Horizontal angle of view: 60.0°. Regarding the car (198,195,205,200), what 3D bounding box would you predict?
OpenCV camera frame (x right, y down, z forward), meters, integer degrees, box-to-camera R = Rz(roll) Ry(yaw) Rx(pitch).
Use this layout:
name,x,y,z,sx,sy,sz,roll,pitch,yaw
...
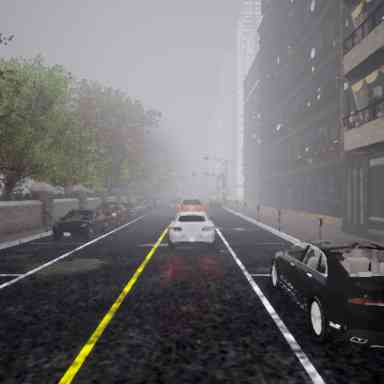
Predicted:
name,x,y,z,sx,sy,sz,roll,pitch,yaw
car,2.691,1.643,94.045,1.947,1.339,4.313,0,0,0

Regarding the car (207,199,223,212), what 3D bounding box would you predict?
name,x,y,z,sx,sy,sz,roll,pitch,yaw
car,2.692,1.566,39.513,2.008,1.369,4.403,0,0,0

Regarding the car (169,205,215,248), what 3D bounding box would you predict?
name,x,y,z,sx,sy,sz,roll,pitch,yaw
car,0.000,1.536,14.650,1.812,1.442,4.674,0,0,0

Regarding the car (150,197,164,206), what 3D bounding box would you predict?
name,x,y,z,sx,sy,sz,roll,pitch,yaw
car,-5.817,1.573,56.126,1.887,1.381,4.507,0,0,0

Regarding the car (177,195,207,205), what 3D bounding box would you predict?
name,x,y,z,sx,sy,sz,roll,pitch,yaw
car,0.000,1.376,29.620,2.097,1.767,4.553,0,0,0

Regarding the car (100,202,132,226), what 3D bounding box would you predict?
name,x,y,z,sx,sy,sz,roll,pitch,yaw
car,-5.687,1.446,22.894,1.967,1.590,4.097,0,0,0

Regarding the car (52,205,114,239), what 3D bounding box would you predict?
name,x,y,z,sx,sy,sz,roll,pitch,yaw
car,-5.688,1.569,17.356,1.947,1.339,4.313,0,0,0

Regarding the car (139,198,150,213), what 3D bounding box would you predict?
name,x,y,z,sx,sy,sz,roll,pitch,yaw
car,-5.688,1.537,33.802,1.752,1.417,4.829,0,0,0

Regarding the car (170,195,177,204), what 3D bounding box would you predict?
name,x,y,z,sx,sy,sz,roll,pitch,yaw
car,-3.000,1.639,63.651,2.033,1.411,5.357,0,0,0

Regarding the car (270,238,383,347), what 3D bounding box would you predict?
name,x,y,z,sx,sy,sz,roll,pitch,yaw
car,2.693,1.551,6.281,2.008,1.369,4.403,0,0,0

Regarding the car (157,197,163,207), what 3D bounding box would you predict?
name,x,y,z,sx,sy,sz,roll,pitch,yaw
car,-5.766,1.574,50.586,2.008,1.369,4.403,0,0,0

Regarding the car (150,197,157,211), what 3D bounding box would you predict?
name,x,y,z,sx,sy,sz,roll,pitch,yaw
car,-5.688,1.455,39.511,1.967,1.590,4.097,0,0,0

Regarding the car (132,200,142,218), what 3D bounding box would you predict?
name,x,y,z,sx,sy,sz,roll,pitch,yaw
car,-5.688,1.590,28.433,1.802,1.307,4.206,0,0,0
